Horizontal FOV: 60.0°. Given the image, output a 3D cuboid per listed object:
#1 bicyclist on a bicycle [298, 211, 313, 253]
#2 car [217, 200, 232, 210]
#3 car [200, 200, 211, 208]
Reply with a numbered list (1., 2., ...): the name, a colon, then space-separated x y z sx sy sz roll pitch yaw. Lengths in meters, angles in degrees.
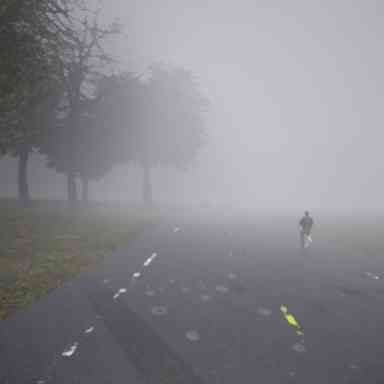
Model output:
1. bicyclist on a bicycle: 4.934 1.698 14.571 0.659 1.776 1.843 2 0 2
2. car: 5.805 2.276 56.502 2.033 1.411 5.357 2 0 2
3. car: 2.382 2.167 61.308 1.812 1.442 4.674 2 0 3
